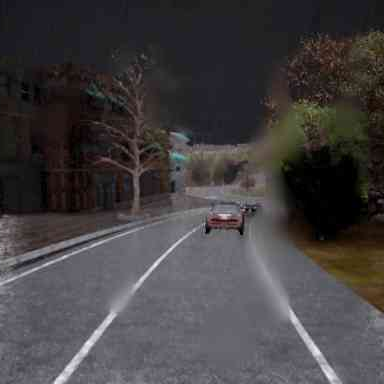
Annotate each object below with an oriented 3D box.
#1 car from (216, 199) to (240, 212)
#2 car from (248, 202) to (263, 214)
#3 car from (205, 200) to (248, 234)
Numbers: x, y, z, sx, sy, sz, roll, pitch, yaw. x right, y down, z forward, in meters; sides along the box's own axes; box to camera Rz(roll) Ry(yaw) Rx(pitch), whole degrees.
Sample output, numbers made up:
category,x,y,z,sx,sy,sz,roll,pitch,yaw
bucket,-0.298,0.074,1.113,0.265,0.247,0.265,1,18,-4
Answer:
category,x,y,z,sx,sy,sz,roll,pitch,yaw
car,4.603,1.656,41.909,1.994,1.385,4.181,2,0,21
car,7.208,1.790,39.096,1.895,1.301,4.718,2,0,20
car,2.077,1.381,19.718,2.097,1.767,4.553,1,0,10
